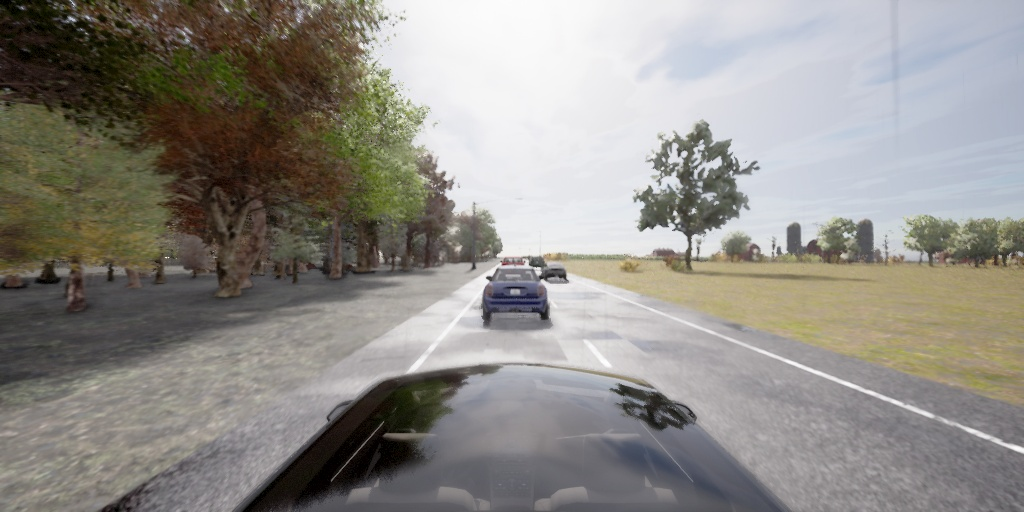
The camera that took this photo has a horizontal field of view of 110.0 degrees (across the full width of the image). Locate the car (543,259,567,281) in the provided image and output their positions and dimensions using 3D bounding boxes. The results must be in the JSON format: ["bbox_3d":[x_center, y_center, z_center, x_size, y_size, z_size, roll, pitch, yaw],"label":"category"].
[{"bbox_3d":[3.567,1.306,30.801,1.837,1.490,4.892,0,1,0],"label":"car"}]

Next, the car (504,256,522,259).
[{"bbox_3d":[0.103,1.026,33.323,2.150,2.045,5.566,0,0,0],"label":"car"}]

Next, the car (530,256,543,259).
[{"bbox_3d":[3.603,1.052,53.597,2.150,2.045,5.566,0,0,0],"label":"car"}]

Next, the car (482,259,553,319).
[{"bbox_3d":[0.102,1.122,13.048,2.097,1.767,4.553,0,0,0],"label":"car"}]
